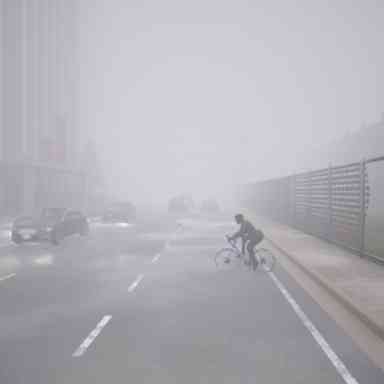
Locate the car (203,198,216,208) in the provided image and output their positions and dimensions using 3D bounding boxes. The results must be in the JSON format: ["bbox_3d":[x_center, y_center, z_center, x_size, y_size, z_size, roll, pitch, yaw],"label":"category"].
[{"bbox_3d":[2.654,1.581,49.364,1.895,1.301,4.718,0,0,4],"label":"car"}]

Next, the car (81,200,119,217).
[{"bbox_3d":[-8.883,1.534,32.632,2.033,1.411,5.357,0,0,4],"label":"car"}]

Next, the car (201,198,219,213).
[{"bbox_3d":[2.010,1.549,37.143,1.994,1.385,4.181,0,0,3],"label":"car"}]

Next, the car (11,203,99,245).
[{"bbox_3d":[-6.350,1.485,15.469,2.128,1.511,4.902,0,0,3],"label":"car"}]

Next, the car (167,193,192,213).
[{"bbox_3d":[-1.489,1.337,37.317,2.097,1.767,4.553,0,0,3],"label":"car"}]

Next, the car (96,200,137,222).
[{"bbox_3d":[-5.732,1.495,26.590,1.837,1.490,4.892,0,0,3],"label":"car"}]

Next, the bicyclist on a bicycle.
[{"bbox_3d":[1.448,1.429,9.084,1.656,1.620,0.582,0,0,3],"label":"bicyclist on a bicycle"}]

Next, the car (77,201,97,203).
[{"bbox_3d":[-9.093,1.552,27.682,1.994,1.385,4.181,0,0,3],"label":"car"}]

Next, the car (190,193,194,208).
[{"bbox_3d":[-0.886,1.202,48.794,2.150,2.045,5.566,0,0,3],"label":"car"}]

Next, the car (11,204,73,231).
[{"bbox_3d":[-9.520,1.554,21.536,1.994,1.385,4.181,0,0,3],"label":"car"}]
